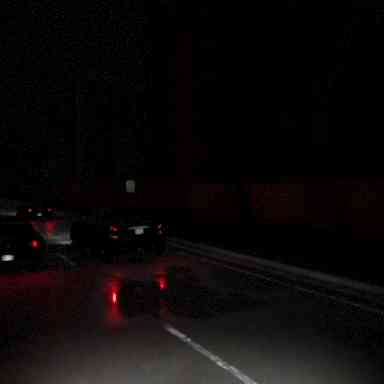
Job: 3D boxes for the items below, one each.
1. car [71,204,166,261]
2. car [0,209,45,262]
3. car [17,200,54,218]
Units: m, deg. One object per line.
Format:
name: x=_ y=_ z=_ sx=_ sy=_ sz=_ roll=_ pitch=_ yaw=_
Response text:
car: x=-2.832 y=1.200 z=12.047 sx=2.097 sy=1.767 sz=4.553 roll=0 pitch=1 yaw=-35
car: x=-6.211 y=1.459 z=10.784 sx=1.895 sy=1.301 sz=4.718 roll=0 pitch=1 yaw=-35
car: x=-11.920 y=1.275 z=25.085 sx=1.895 sy=1.301 sz=4.718 roll=0 pitch=1 yaw=-35
